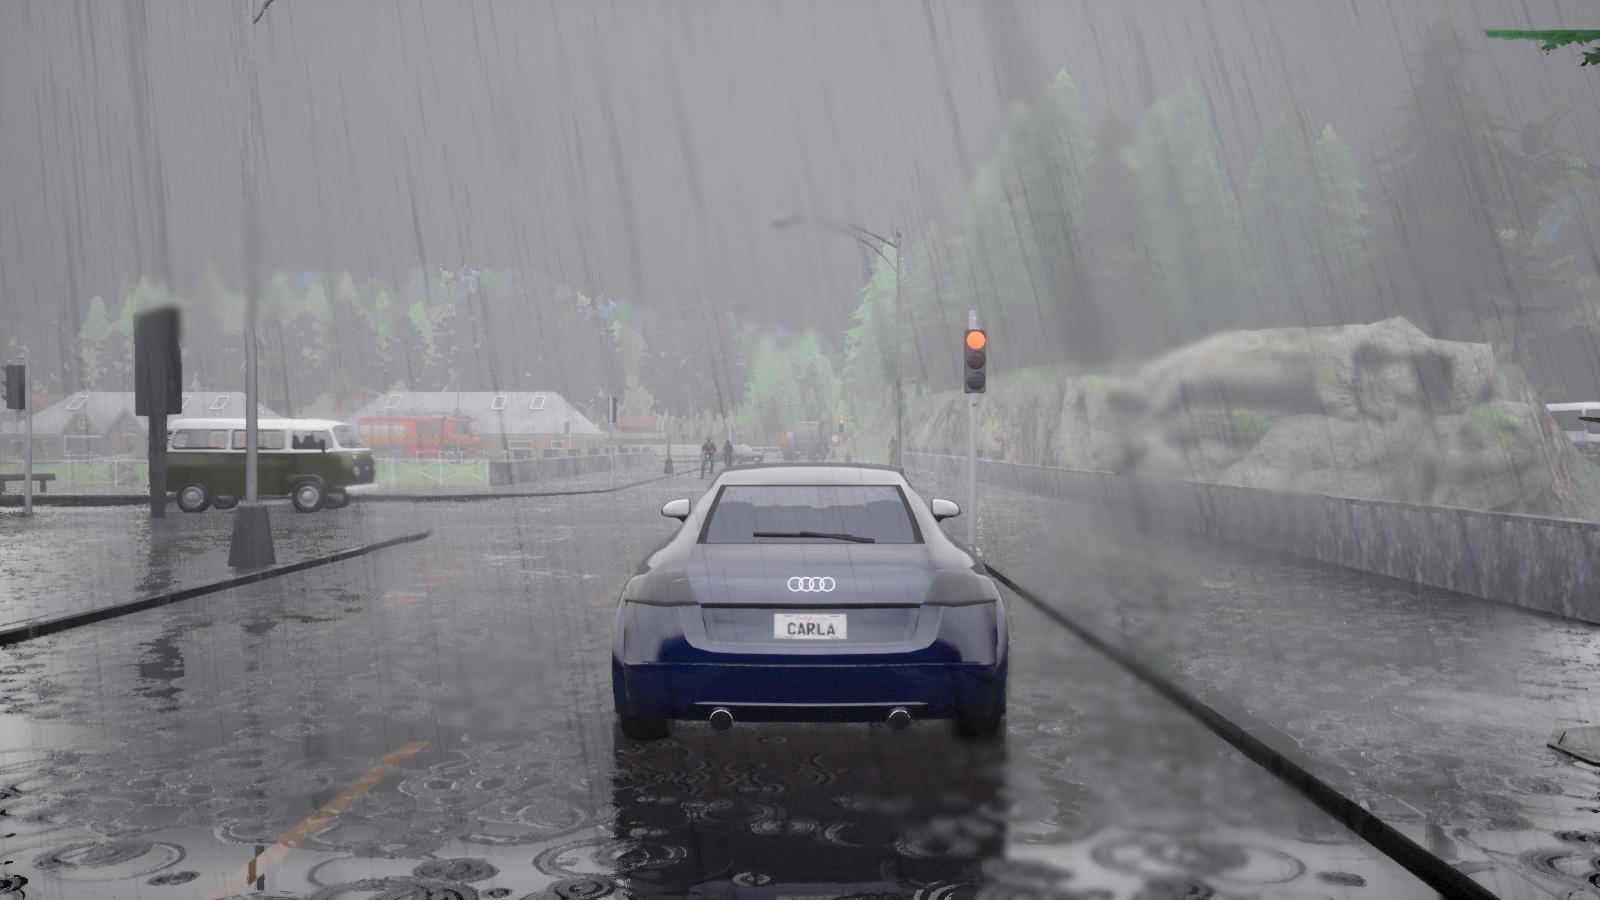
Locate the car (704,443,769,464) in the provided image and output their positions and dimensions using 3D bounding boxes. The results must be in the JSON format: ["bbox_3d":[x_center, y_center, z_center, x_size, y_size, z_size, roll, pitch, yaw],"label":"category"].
[{"bbox_3d":[-4.569,0.238,89.443,2.163,1.488,4.792,0,0,-40],"label":"car"}]

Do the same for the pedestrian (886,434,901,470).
[{"bbox_3d":[4.765,0.099,64.005,0.540,1.848,0.694,0,0,-13],"label":"pedestrian"}]

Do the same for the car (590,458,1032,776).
[{"bbox_3d":[0.066,0.767,7.763,1.994,1.385,4.181,0,0,1],"label":"car"}]

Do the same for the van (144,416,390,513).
[{"bbox_3d":[-11.536,0.305,27.434,4.480,2.038,2.069,0,1,-1],"label":"van"}]

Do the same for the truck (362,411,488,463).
[{"bbox_3d":[-27.724,-0.967,93.134,8.468,3.827,2.891,0,0,0],"label":"truck"}]
